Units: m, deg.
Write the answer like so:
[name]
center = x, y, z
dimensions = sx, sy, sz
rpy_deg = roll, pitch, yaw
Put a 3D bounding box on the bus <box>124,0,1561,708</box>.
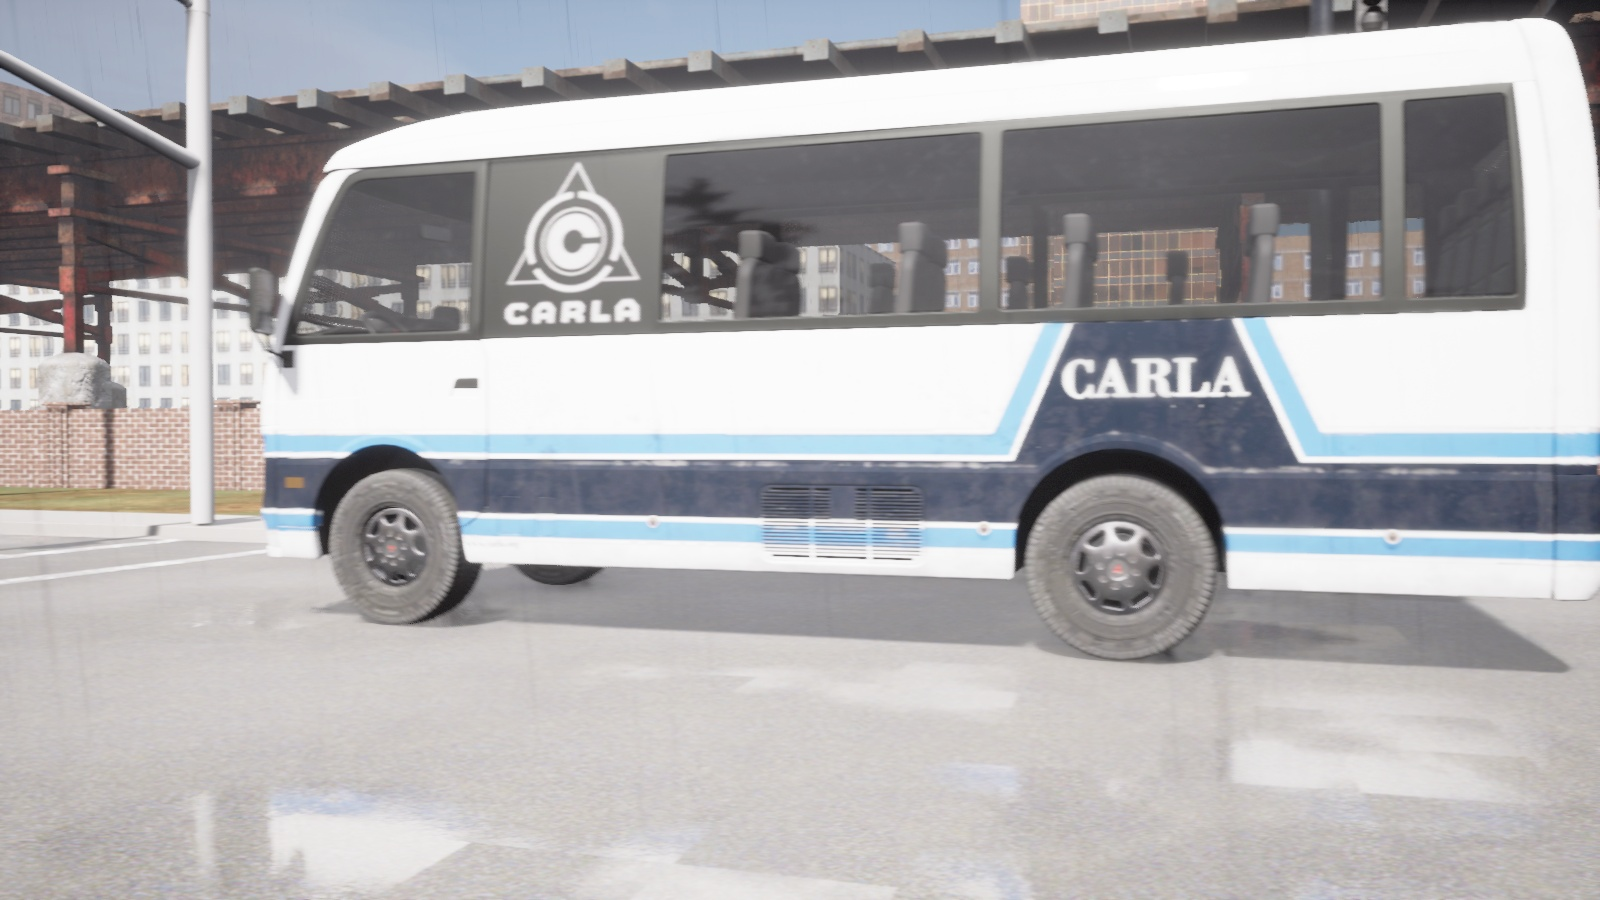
[bus]
center = -0.004, -0.723, 10.577
dimensions = 10.273, 4.253, 3.944
rpy_deg = 1, 1, 17
